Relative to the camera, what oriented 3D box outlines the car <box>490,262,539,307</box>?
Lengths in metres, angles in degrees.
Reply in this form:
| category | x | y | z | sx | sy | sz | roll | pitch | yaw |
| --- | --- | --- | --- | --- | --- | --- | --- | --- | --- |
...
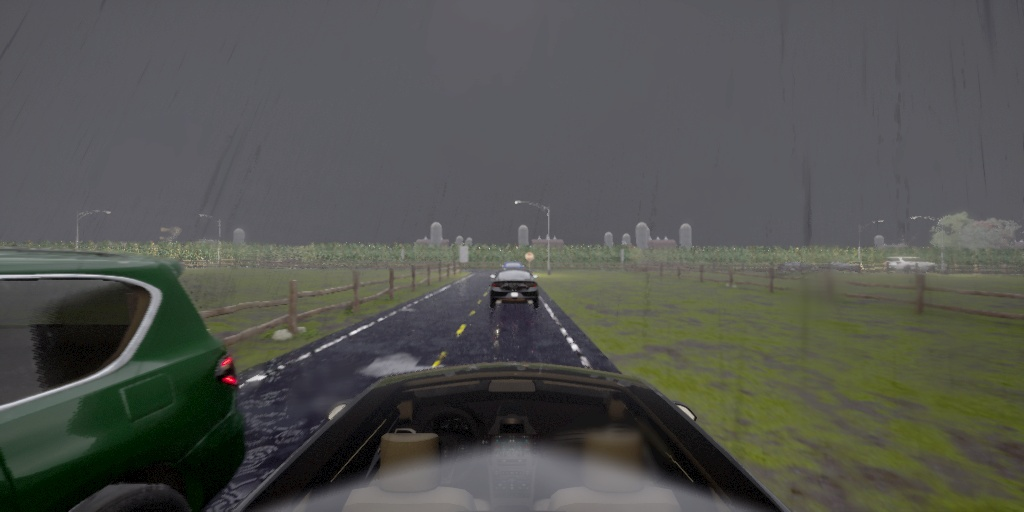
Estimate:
| category | x | y | z | sx | sy | sz | roll | pitch | yaw |
| --- | --- | --- | --- | --- | --- | --- | --- | --- | --- |
| car | 0.094 | 1.225 | 15.402 | 1.882 | 1.535 | 5.008 | 0 | 0 | 0 |

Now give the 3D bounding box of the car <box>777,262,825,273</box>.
| category | x | y | z | sx | sy | sz | roll | pitch | yaw |
| --- | --- | --- | --- | --- | --- | --- | --- | --- | --- |
| car | 39.111 | 1.540 | 49.080 | 4.902 | 1.511 | 2.128 | 1 | -1 | 0 |
